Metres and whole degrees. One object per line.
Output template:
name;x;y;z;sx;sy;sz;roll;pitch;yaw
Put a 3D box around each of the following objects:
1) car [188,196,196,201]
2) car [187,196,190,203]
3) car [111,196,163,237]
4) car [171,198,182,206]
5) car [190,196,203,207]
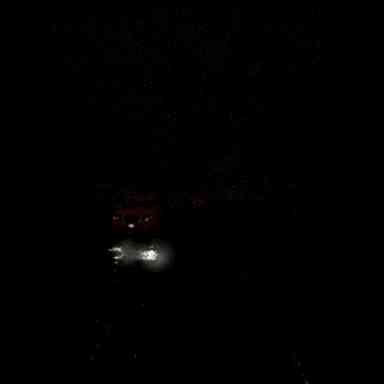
car;-0.039;1.781;89.409;1.994;1.385;4.181;0;0;0
car;-0.031;1.659;72.699;1.812;1.442;4.674;0;0;0
car;-2.859;1.240;18.429;2.150;2.045;5.566;0;0;0
car;-2.808;1.740;60.369;2.033;1.411;5.357;0;0;1
car;0.938;1.620;54.903;1.801;1.575;5.366;0;0;0
